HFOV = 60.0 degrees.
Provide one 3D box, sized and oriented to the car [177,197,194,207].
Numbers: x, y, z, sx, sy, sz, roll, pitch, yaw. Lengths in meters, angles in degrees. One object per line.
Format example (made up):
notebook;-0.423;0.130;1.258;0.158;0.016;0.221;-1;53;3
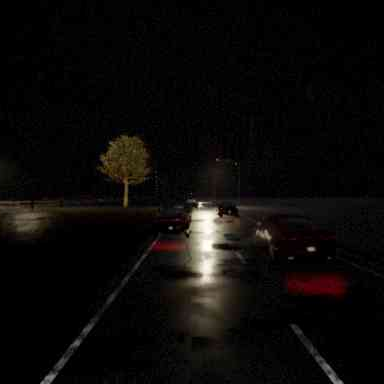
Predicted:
car;-1.054;1.563;28.855;2.097;1.767;4.553;0;0;0

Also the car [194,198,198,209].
car;-0.007;1.904;53.102;2.033;1.411;5.357;0;0;0

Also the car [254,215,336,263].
car;3.599;1.587;12.515;1.882;1.535;5.008;0;0;0

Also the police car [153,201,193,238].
police car;-1.052;1.578;18.994;1.930;1.638;5.238;0;0;0

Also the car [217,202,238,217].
car;3.610;1.769;34.170;1.812;1.442;4.674;0;0;0

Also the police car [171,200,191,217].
police car;-1.054;1.674;34.994;1.930;1.638;5.238;0;0;0

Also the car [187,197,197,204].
car;-0.009;1.858;75.062;1.994;1.385;4.181;0;0;0
